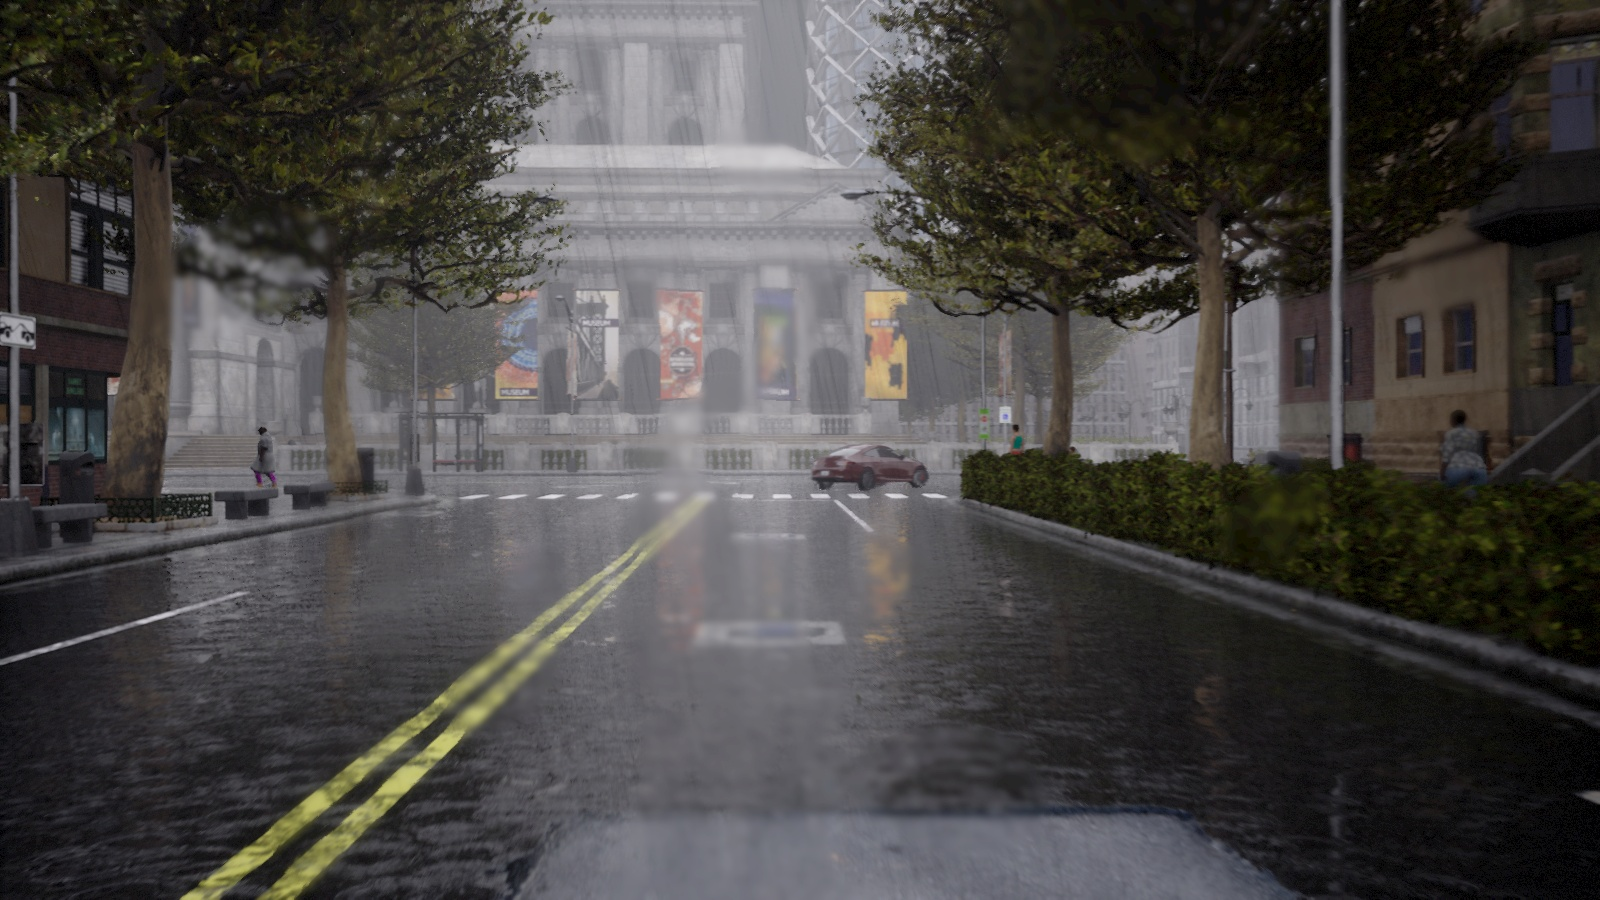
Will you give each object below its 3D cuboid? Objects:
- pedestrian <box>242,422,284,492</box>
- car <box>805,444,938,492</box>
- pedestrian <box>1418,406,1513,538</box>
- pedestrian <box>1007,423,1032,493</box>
[{"bbox_3d":[-15.116,0.195,35.340,0.873,1.952,0.659,0,0,5],"label":"pedestrian"},{"bbox_3d":[2.381,0.545,40.563,1.812,1.442,4.674,0,0,41],"label":"car"},{"bbox_3d":[9.542,0.307,18.031,0.874,1.855,0.900,0,0,-1],"label":"pedestrian"},{"bbox_3d":[5.803,0.219,33.227,0.345,1.836,0.594,0,0,-28],"label":"pedestrian"}]
